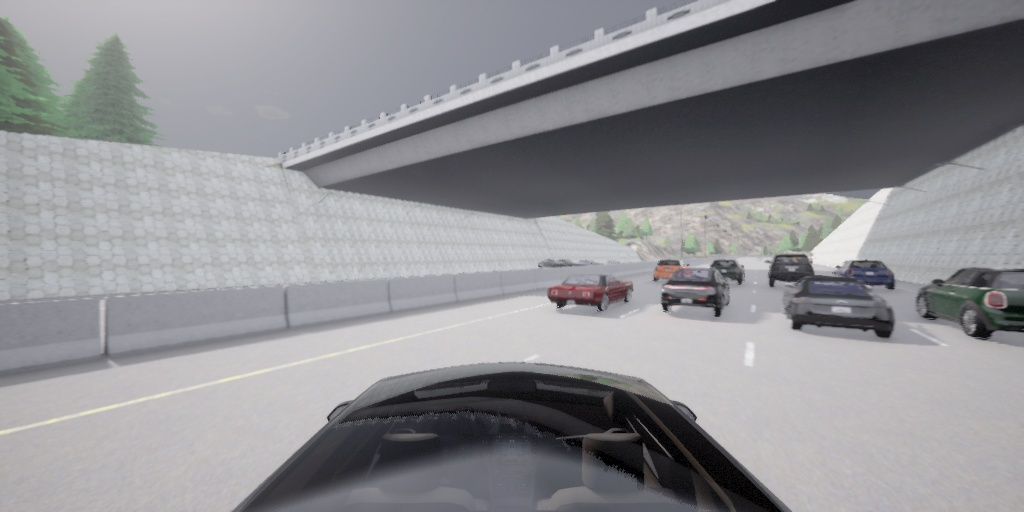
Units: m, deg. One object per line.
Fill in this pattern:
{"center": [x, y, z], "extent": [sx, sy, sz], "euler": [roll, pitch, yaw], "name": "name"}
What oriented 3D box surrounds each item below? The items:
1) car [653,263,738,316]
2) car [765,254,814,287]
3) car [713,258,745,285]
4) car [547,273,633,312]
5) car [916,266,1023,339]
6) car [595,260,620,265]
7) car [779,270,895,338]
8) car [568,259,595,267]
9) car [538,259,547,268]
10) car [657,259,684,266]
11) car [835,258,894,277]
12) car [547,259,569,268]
{"center": [6.859, 1.196, 13.258], "extent": [2.128, 1.511, 4.902], "euler": [0, 0, 35], "name": "car"}
{"center": [17.696, 0.866, 22.923], "extent": [2.150, 2.045, 5.566], "euler": [0, 0, 35], "name": "car"}
{"center": [15.301, 1.001, 25.616], "extent": [2.097, 1.767, 4.553], "euler": [0, 0, 35], "name": "car"}
{"center": [3.306, 1.321, 14.273], "extent": [1.895, 1.301, 4.718], "euler": [0, 0, 35], "name": "car"}
{"center": [12.577, 1.033, 9.222], "extent": [2.097, 1.767, 4.553], "euler": [0, 0, 35], "name": "car"}
{"center": [13.160, 1.236, 47.547], "extent": [1.895, 1.301, 4.718], "euler": [0, 0, 35], "name": "car"}
{"center": [9.025, 1.260, 10.235], "extent": [1.994, 1.385, 4.181], "euler": [0, 0, 35], "name": "car"}
{"center": [10.192, 1.195, 49.402], "extent": [2.033, 1.411, 5.357], "euler": [0, 0, 35], "name": "car"}
{"center": [5.715, 1.153, 55.212], "extent": [2.128, 1.511, 4.902], "euler": [0, 0, 35], "name": "car"}
{"center": [12.410, 1.012, 27.588], "extent": [2.097, 1.767, 4.553], "euler": [0, 0, 35], "name": "car"}
{"center": [21.091, 0.978, 21.681], "extent": [2.097, 1.767, 4.553], "euler": [0, 0, 35], "name": "car"}
{"center": [7.312, 1.163, 51.380], "extent": [1.837, 1.490, 4.892], "euler": [0, 0, 35], "name": "car"}
